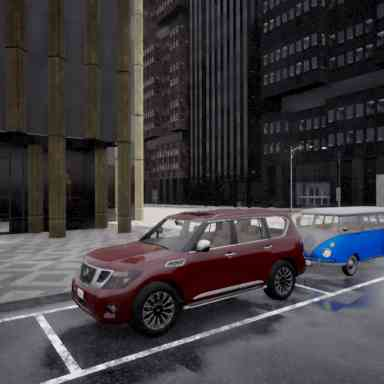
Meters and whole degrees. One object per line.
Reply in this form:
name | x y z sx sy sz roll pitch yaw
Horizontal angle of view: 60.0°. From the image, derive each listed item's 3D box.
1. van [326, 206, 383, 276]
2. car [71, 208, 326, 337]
van | 4.738 1.341 10.042 3.998 1.788 1.690 0 0 -36
car | 0.241 1.315 6.831 5.009 1.841 2.192 0 0 -36
